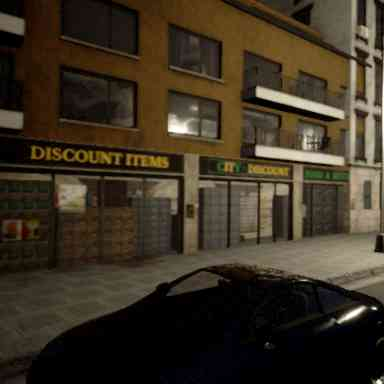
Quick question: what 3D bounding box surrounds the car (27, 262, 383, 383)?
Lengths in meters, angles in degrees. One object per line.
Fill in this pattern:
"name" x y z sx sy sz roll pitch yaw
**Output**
"car" 0.476 1.579 3.719 4.181 1.385 1.994 0 0 -36
